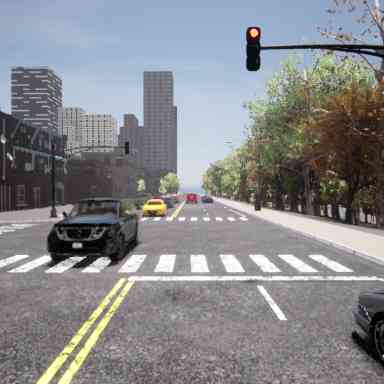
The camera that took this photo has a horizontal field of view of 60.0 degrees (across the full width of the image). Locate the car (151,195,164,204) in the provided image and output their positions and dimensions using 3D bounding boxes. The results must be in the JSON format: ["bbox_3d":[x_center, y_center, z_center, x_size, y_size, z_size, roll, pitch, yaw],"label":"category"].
[{"bbox_3d":[-6.671,1.453,64.711,1.882,1.535,5.008,0,0,0],"label":"car"}]

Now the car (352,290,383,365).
[{"bbox_3d":[3.345,1.547,2.555,2.033,1.411,5.357,0,0,0],"label":"car"}]

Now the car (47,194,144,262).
[{"bbox_3d":[-3.374,1.219,12.532,2.150,2.045,5.566,0,0,0],"label":"car"}]

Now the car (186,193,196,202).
[{"bbox_3d":[-0.150,1.195,75.712,2.150,2.045,5.566,0,0,0],"label":"car"}]

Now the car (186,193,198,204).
[{"bbox_3d":[-0.032,1.197,65.176,2.150,2.045,5.566,0,0,0],"label":"car"}]

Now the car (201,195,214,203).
[{"bbox_3d":[3.222,1.539,65.873,1.994,1.385,4.181,0,0,0],"label":"car"}]

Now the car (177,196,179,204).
[{"bbox_3d":[-3.427,1.454,63.737,1.882,1.535,5.008,0,0,0],"label":"car"}]

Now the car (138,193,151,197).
[{"bbox_3d":[-6.690,1.208,45.384,2.150,2.045,5.566,0,0,0],"label":"car"}]

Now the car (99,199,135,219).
[{"bbox_3d":[-6.659,1.483,29.961,2.128,1.511,4.902,0,0,0],"label":"car"}]

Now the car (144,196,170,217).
[{"bbox_3d":[-3.410,1.469,31.057,1.882,1.535,5.008,0,0,0],"label":"car"}]

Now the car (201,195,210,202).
[{"bbox_3d":[3.101,1.447,75.901,1.882,1.535,5.008,0,0,0],"label":"car"}]

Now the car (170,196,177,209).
[{"bbox_3d":[-3.439,1.485,45.854,1.837,1.490,4.892,0,1,0],"label":"car"}]
